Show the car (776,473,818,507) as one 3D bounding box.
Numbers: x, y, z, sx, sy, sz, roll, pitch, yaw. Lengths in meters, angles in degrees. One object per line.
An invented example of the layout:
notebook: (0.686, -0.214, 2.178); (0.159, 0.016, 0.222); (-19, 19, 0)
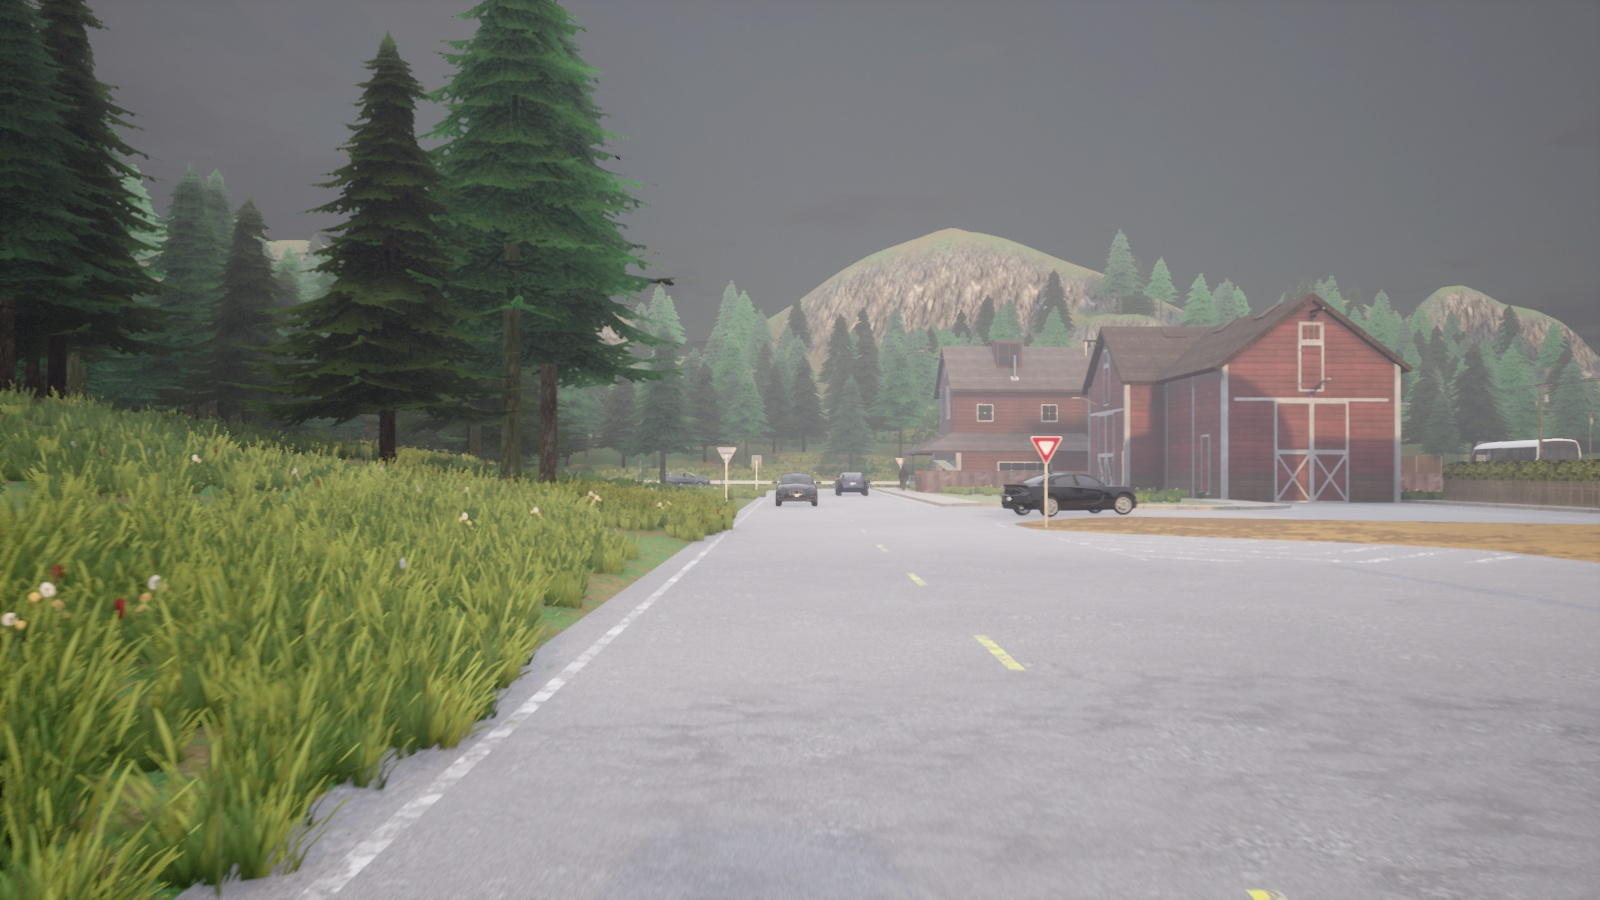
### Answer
car: (-0.137, 1.767, 56.527); (1.837, 1.490, 4.892); (0, -1, 0)

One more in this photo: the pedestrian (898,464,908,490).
pedestrian: (7.393, 1.949, 90.119); (0.634, 1.844, 0.899); (0, -1, 1)

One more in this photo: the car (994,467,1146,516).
car: (9.445, 1.425, 43.886); (5.008, 1.535, 1.882); (-1, -1, -23)

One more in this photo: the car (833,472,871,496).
car: (3.305, 2.152, 80.690); (2.163, 1.488, 4.792); (0, -1, 0)
